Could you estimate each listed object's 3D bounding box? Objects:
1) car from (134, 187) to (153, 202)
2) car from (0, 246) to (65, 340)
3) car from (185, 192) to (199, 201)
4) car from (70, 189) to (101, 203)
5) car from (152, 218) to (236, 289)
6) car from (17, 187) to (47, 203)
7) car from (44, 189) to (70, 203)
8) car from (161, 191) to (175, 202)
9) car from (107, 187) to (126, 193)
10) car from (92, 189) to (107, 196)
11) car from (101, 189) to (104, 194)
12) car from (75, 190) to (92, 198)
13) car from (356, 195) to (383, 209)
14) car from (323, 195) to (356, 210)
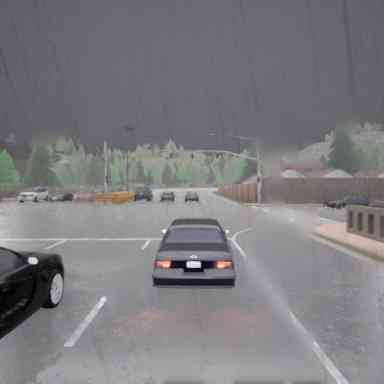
[{"bbox_3d":[-7.024,0.342,48.508,2.150,2.045,5.566,0,1,0],"label":"car"},{"bbox_3d":[-3.453,1.420,4.613,1.882,1.535,5.008,0,1,0],"label":"car"},{"bbox_3d":[-0.028,0.659,49.888,1.994,1.385,4.181,0,1,0],"label":"car"},{"bbox_3d":[-14.206,0.547,44.571,2.097,1.767,4.553,0,1,0],"label":"car"},{"bbox_3d":[0.088,1.416,8.986,2.033,1.411,5.357,0,1,1],"label":"car"},{"bbox_3d":[-21.204,0.412,44.791,2.150,2.045,5.566,0,1,0],"label":"car"},{"bbox_3d":[-17.707,0.674,45.238,2.128,1.511,4.902,0,1,0],"label":"car"},{"bbox_3d":[-3.526,0.597,49.356,2.128,1.511,4.902,0,1,0],"label":"car"},{"bbox_3d":[-14.213,0.100,61.377,2.150,2.045,5.566,0,1,0],"label":"car"},{"bbox_3d":[-21.197,0.061,76.481,1.882,1.535,5.008,0,1,0],"label":"car"},{"bbox_3d":[-17.711,0.425,60.186,1.812,1.442,4.674,0,1,0],"label":"car"},{"bbox_3d":[-21.175,0.312,65.141,1.837,1.490,4.892,0,1,0],"label":"car"},{"bbox_3d":[17.798,1.037,29.132,5.357,1.411,2.033,0,1,2],"label":"car"},{"bbox_3d":[15.817,0.969,32.700,5.357,1.411,2.033,0,1,2],"label":"car"}]
